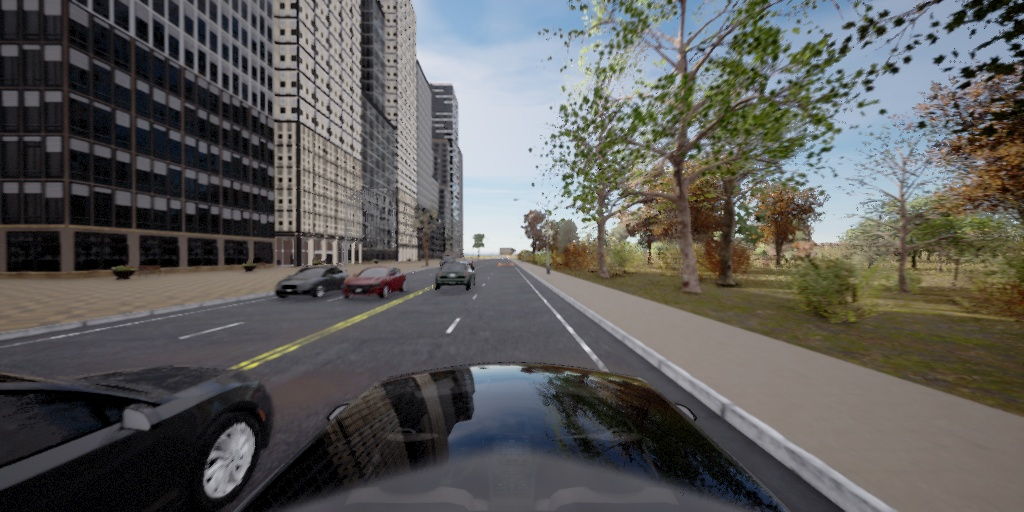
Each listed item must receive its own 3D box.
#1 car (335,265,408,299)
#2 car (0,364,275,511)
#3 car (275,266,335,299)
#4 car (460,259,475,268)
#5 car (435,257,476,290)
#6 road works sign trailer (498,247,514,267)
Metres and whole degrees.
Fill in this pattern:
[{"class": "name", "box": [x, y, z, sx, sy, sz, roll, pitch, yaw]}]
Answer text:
[{"class": "car", "box": [-6.805, 1.249, 18.314, 1.882, 1.535, 5.008, 0, 0, -1]}, {"class": "car", "box": [-3.177, 1.269, 1.426, 1.837, 1.490, 4.892, 0, 1, 0]}, {"class": "car", "box": [-10.059, 1.288, 18.525, 1.837, 1.490, 4.892, 0, 0, -1]}, {"class": "car", "box": [-7.528, 1.243, 60.721, 1.882, 1.535, 5.008, 0, 0, -1]}, {"class": "car", "box": [-3.443, 1.109, 22.661, 2.097, 1.767, 4.553, 0, 0, -1]}, {"class": "road works sign trailer", "box": [-1.078, 0.203, 64.688, 2.380, 3.560, 2.880, 0, 0, -1]}]
